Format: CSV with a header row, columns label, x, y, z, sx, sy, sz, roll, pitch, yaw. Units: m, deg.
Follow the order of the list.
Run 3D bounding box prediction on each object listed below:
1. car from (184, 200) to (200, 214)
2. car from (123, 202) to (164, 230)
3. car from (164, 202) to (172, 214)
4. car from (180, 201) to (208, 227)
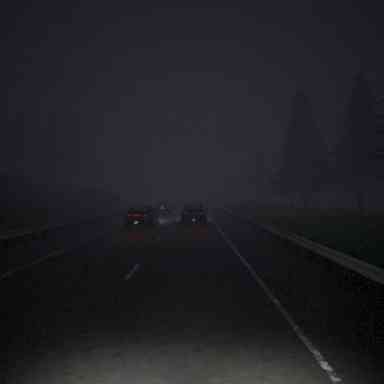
label,x,y,z,sx,sy,sz,roll,pitch,yaw
car,0.010,1.810,41.495,1.882,1.535,5.008,0,0,-1
car,-3.377,1.673,22.609,2.128,1.511,4.902,0,0,0
car,-3.457,1.870,40.335,2.033,1.411,5.357,0,0,-1
car,0.126,1.690,24.724,2.128,1.511,4.902,0,0,0
